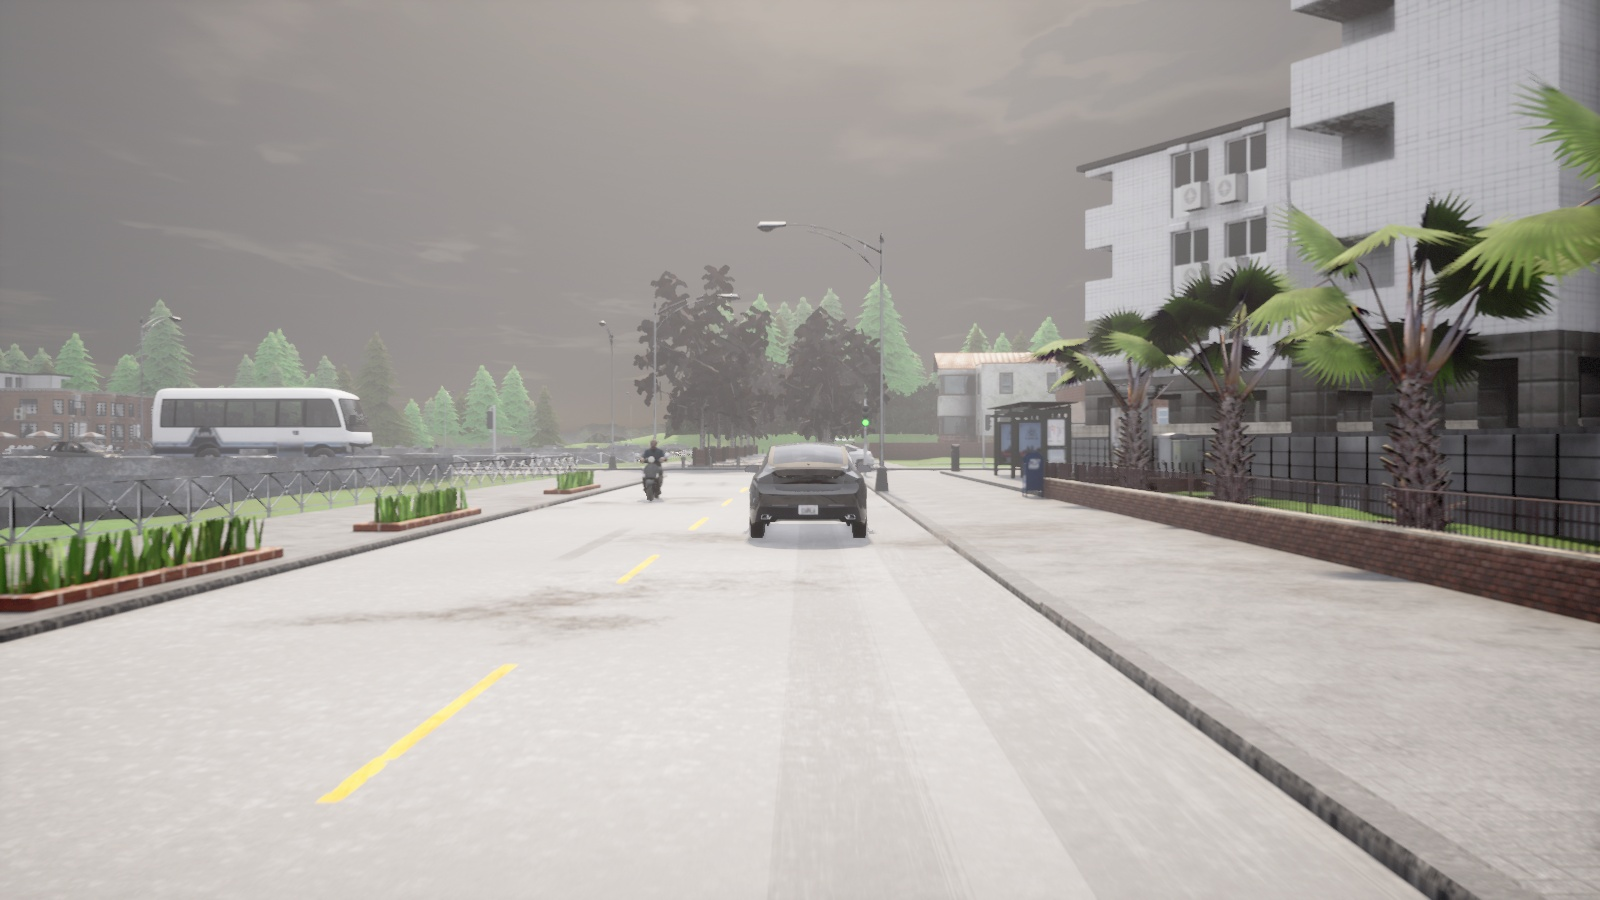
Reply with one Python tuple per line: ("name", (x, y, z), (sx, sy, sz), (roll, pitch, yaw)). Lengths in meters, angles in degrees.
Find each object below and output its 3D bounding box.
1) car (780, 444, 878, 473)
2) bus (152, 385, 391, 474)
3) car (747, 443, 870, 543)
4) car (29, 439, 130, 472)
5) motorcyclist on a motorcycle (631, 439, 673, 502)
("car", (1.489, 0.411, 64.296), (4.674, 1.442, 1.812), (0, 0, -26))
("bus", (-26.141, -1.003, 62.496), (10.273, 4.253, 3.944), (0, 0, 2))
("car", (0.136, 0.632, 21.181), (1.837, 1.490, 4.892), (0, 0, 0))
("car", (-35.834, 0.263, 62.523), (3.988, 1.617, 1.851), (0, 0, 2))
("motorcyclist on a motorcycle", (-3.802, 0.514, 32.388), (0.866, 1.590, 1.817), (0, 0, 0))
